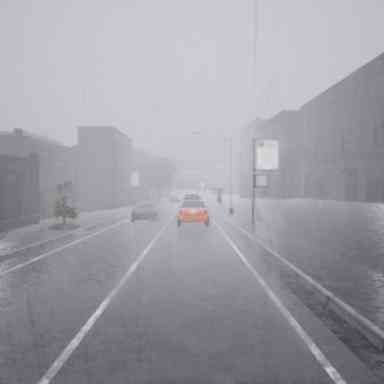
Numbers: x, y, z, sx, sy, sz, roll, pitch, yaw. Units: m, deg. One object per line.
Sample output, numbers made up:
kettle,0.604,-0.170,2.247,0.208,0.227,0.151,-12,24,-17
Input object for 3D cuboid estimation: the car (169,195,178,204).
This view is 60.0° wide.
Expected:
car,-3.392,1.456,67.277,2.097,1.767,4.553,0,0,0

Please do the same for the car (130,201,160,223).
car,-3.548,1.503,25.833,1.837,1.490,4.892,0,0,0

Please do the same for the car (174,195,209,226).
car,0.069,1.347,23.561,2.097,1.767,4.553,0,0,0
